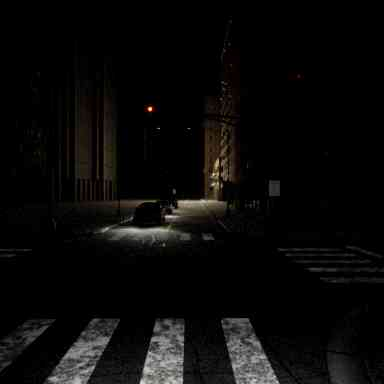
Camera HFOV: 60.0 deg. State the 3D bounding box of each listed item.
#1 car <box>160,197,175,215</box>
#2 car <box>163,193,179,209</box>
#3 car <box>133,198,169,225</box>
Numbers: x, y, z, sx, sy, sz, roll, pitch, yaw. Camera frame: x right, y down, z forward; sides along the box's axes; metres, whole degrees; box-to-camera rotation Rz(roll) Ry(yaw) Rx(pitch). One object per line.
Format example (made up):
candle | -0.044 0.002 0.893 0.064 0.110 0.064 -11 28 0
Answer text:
car | -3.036 1.527 34.412 1.812 1.442 4.674 0 0 0
car | -3.001 1.222 45.122 2.150 2.045 5.566 0 0 1
car | -3.053 1.479 24.448 1.882 1.535 5.008 0 0 0
